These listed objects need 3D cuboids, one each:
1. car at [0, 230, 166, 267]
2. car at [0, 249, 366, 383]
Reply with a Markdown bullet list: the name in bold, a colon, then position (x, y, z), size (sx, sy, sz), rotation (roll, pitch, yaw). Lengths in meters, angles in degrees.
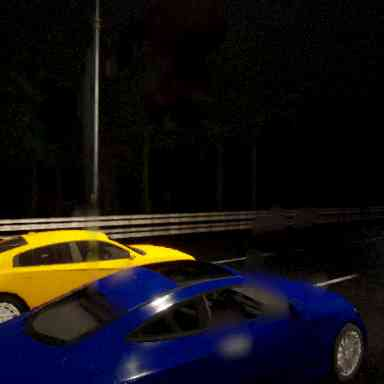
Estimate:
- **car**: position (-2.206, 1.495, 6.473), size (5.008, 1.535, 1.882), rotation (1, 0, -35)
- **car**: position (0.108, 1.546, 3.823), size (4.674, 1.442, 1.812), rotation (1, 0, -36)
